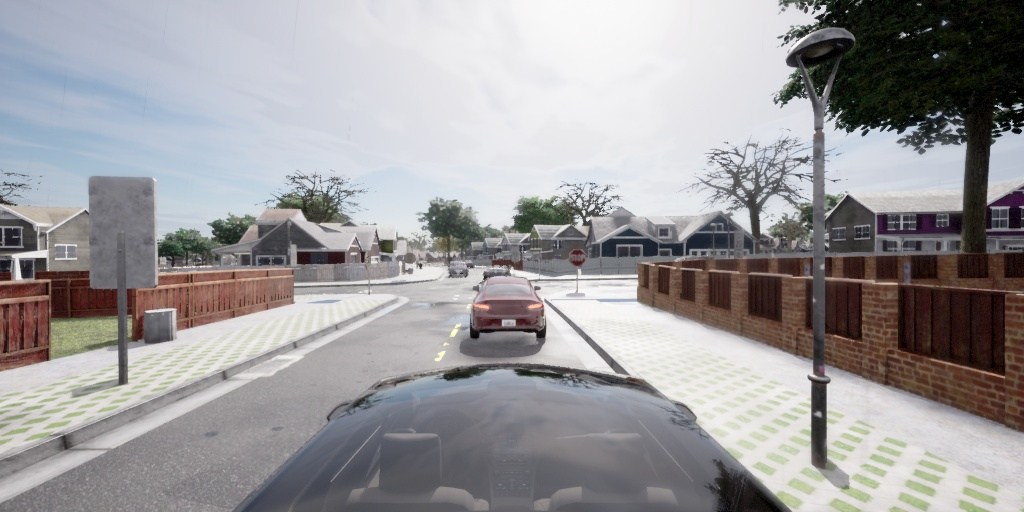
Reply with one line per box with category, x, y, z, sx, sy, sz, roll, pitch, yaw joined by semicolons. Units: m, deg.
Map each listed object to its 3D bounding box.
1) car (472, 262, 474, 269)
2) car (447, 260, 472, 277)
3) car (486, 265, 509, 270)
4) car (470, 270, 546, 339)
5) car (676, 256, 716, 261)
car;-7.997;1.563;64.577;1.812;1.442;4.674;0;-1;-14
car;-5.532;1.351;37.066;2.128;1.511;4.902;0;0;-8
car;-1.190;1.403;29.176;1.895;1.301;4.718;0;-1;1
car;-0.136;1.280;10.022;1.812;1.442;4.674;0;0;-2
car;11.902;0.814;24.527;4.553;1.767;2.097;-1;1;4
